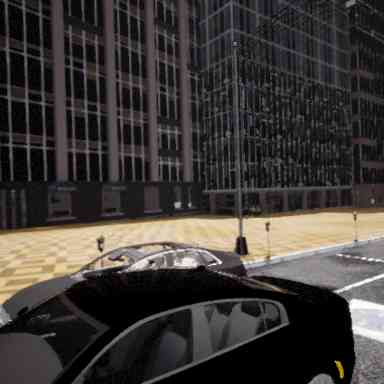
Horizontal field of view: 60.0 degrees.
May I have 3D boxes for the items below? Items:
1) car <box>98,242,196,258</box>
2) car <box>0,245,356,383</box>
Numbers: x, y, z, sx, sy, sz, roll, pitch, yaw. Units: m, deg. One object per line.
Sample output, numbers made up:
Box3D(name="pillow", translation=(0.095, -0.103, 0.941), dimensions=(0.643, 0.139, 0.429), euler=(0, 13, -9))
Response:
Box3D(name="car", translation=(-0.902, 1.636, 5.951), dimensions=(4.403, 1.369, 2.008), euler=(-1, -2, -37))
Box3D(name="car", translation=(-0.576, 1.526, 2.942), dimensions=(5.008, 1.535, 1.882), euler=(-1, -1, -35))
